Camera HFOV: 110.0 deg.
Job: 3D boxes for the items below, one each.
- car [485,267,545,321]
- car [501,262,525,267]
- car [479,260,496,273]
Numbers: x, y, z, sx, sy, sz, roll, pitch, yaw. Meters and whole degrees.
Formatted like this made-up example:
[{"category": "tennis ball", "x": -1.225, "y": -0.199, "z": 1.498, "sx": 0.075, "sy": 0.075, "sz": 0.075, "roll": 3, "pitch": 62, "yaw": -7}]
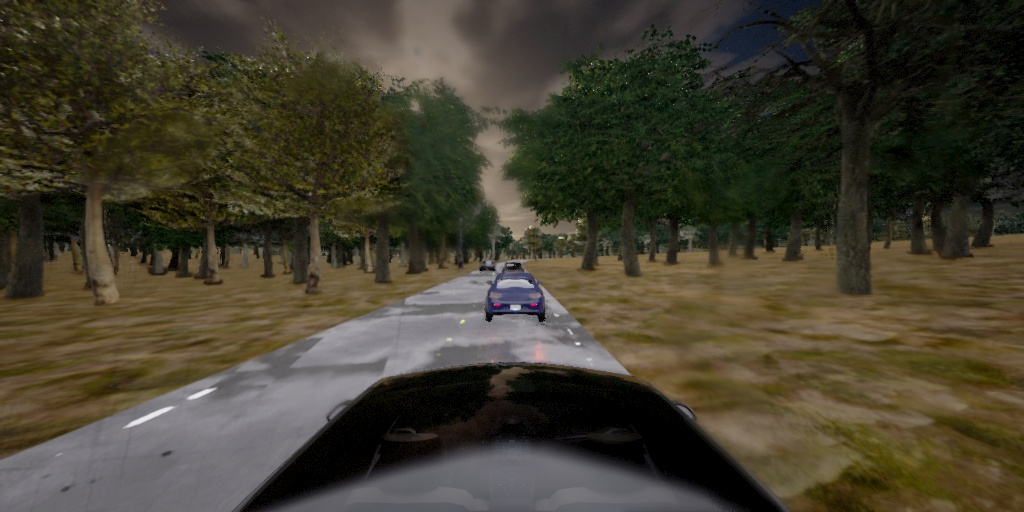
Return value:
[{"category": "car", "x": 0.100, "y": 1.276, "z": 12.345, "sx": 1.812, "sy": 1.442, "sz": 4.674, "roll": 0, "pitch": 0, "yaw": 0}, {"category": "car", "x": 0.103, "y": 1.264, "z": 30.341, "sx": 1.837, "sy": 1.490, "sz": 4.892, "roll": 0, "pitch": 0, "yaw": 0}, {"category": "car", "x": -3.017, "y": 1.254, "z": 45.246, "sx": 1.882, "sy": 1.535, "sz": 5.008, "roll": 0, "pitch": 0, "yaw": 1}]
